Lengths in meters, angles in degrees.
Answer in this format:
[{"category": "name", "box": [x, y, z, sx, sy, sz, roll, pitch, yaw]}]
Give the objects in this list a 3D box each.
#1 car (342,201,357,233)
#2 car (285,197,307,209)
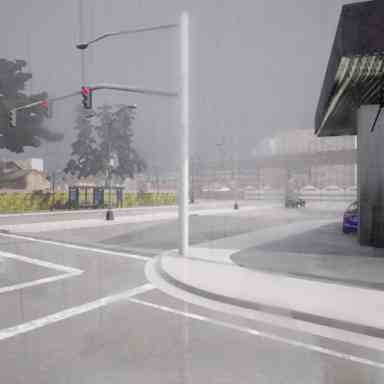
[{"category": "car", "box": [9.530, 1.295, 17.671, 2.242, 1.667, 4.611, 0, 0, 37]}, {"category": "car", "box": [14.526, 1.505, 46.567, 1.837, 1.490, 4.892, 0, 0, 36]}]
